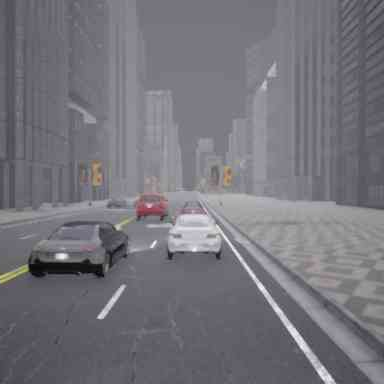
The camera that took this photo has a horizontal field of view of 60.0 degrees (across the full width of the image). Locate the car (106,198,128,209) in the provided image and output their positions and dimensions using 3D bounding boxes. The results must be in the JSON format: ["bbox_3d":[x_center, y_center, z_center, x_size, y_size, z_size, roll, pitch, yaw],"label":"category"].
[{"bbox_3d":[-9.841,1.447,44.001,2.033,1.411,5.357,0,0,0],"label":"car"}]

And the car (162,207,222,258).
[{"bbox_3d":[0.080,1.506,12.510,1.812,1.442,4.674,0,0,0],"label":"car"}]

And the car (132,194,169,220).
[{"bbox_3d":[-3.168,1.173,27.387,2.150,2.045,5.566,0,0,0],"label":"car"}]

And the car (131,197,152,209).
[{"bbox_3d":[-6.592,1.447,43.989,2.033,1.411,5.357,0,0,0],"label":"car"}]

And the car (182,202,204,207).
[{"bbox_3d":[0.083,1.512,28.877,1.994,1.385,4.181,0,0,0],"label":"car"}]

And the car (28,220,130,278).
[{"bbox_3d":[-3.180,1.548,10.168,1.994,1.385,4.181,0,0,0],"label":"car"}]
